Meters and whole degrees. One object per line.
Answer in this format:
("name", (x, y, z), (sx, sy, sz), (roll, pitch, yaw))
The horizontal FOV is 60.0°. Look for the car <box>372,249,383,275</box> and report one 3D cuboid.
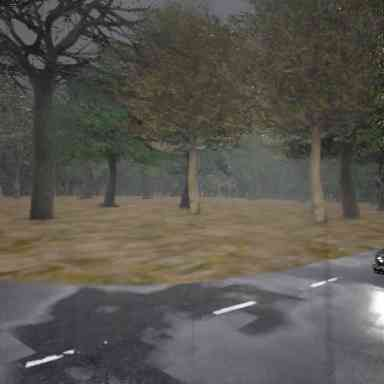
("car", (7.285, 1.667, 9.564), (5.357, 1.411, 2.033), (1, -1, -38))
